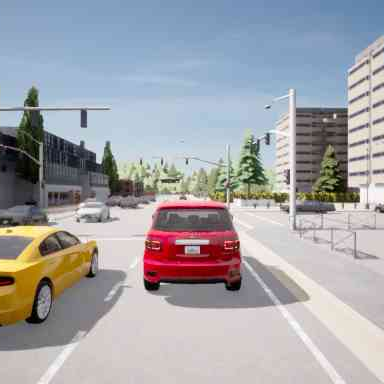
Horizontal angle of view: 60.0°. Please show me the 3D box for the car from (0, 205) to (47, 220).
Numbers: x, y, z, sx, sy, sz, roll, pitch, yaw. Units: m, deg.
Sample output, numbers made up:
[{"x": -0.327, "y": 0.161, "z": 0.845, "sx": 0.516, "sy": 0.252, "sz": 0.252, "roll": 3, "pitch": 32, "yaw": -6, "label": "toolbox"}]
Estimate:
[{"x": -10.949, "y": 1.564, "z": 21.438, "sx": 1.994, "sy": 1.385, "sz": 4.181, "roll": 0, "pitch": 0, "yaw": -2, "label": "car"}]

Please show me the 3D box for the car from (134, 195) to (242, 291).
[{"x": 0.014, "y": 1.221, "z": 9.156, "sx": 2.150, "sy": 2.045, "sz": 5.566, "roll": 0, "pitch": 0, "yaw": 0, "label": "car"}]

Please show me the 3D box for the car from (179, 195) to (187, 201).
[{"x": -2.357, "y": 1.524, "z": 87.236, "sx": 1.812, "sy": 1.442, "sz": 4.674, "roll": 0, "pitch": 0, "yaw": -2, "label": "car"}]

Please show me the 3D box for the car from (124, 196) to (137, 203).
[{"x": -12.320, "y": 1.506, "z": 67.282, "sx": 1.837, "sy": 1.490, "sz": 4.892, "roll": 0, "pitch": 0, "yaw": -1, "label": "car"}]

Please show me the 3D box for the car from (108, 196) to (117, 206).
[{"x": -11.974, "y": 1.354, "z": 51.976, "sx": 2.097, "sy": 1.767, "sz": 4.553, "roll": 0, "pitch": 0, "yaw": -1, "label": "car"}]

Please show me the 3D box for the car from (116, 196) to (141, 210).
[{"x": -8.232, "y": 1.505, "z": 43.723, "sx": 1.837, "sy": 1.490, "sz": 4.892, "roll": 0, "pitch": 0, "yaw": -2, "label": "car"}]

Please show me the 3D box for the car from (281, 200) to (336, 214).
[{"x": 12.075, "y": 1.547, "z": 34.627, "sx": 5.357, "sy": 1.411, "sz": 2.033, "roll": 0, "pitch": 0, "yaw": -2, "label": "car"}]

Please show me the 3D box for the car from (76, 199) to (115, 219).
[{"x": -7.599, "y": 1.525, "z": 25.864, "sx": 1.812, "sy": 1.442, "sz": 4.674, "roll": 0, "pitch": 0, "yaw": -2, "label": "car"}]

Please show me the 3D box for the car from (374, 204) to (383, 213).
[{"x": 22.158, "y": 1.547, "z": 34.934, "sx": 5.357, "sy": 1.411, "sz": 2.033, "roll": 0, "pitch": 0, "yaw": -2, "label": "car"}]

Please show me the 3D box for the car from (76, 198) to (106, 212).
[{"x": -11.914, "y": 1.526, "z": 39.542, "sx": 1.812, "sy": 1.442, "sz": 4.674, "roll": 0, "pitch": 0, "yaw": 3, "label": "car"}]

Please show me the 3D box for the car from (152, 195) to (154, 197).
[{"x": -8.975, "y": 1.499, "z": 73.338, "sx": 1.837, "sy": 1.490, "sz": 4.892, "roll": 0, "pitch": 0, "yaw": -2, "label": "car"}]

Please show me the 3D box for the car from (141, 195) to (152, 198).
[{"x": -8.653, "y": 1.503, "z": 59.102, "sx": 1.837, "sy": 1.490, "sz": 4.892, "roll": 0, "pitch": 1, "yaw": -1, "label": "car"}]

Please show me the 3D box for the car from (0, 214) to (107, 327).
[{"x": -3.480, "y": 1.478, "z": 7.167, "sx": 1.882, "sy": 1.535, "sz": 5.008, "roll": 0, "pitch": 0, "yaw": 0, "label": "car"}]
